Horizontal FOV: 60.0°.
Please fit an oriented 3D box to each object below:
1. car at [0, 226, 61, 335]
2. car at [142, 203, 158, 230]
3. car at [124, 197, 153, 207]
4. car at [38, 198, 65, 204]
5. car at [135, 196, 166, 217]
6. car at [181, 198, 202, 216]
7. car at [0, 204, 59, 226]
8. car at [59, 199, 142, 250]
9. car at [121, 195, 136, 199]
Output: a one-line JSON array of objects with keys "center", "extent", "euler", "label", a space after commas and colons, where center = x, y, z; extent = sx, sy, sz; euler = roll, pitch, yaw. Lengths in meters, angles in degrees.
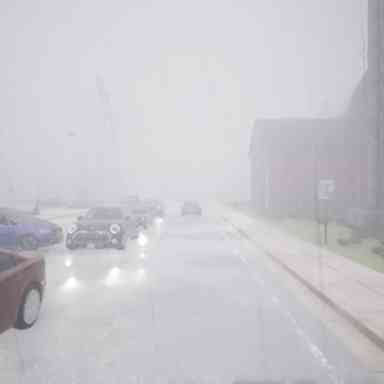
[{"center": [-3.612, 1.482, 4.131], "extent": [1.882, 1.535, 5.008], "euler": [0, 0, 0], "label": "car"}, {"center": [-3.575, 1.612, 21.417], "extent": [1.895, 1.301, 4.718], "euler": [0, 0, 0], "label": "car"}, {"center": [-8.255, 1.523, 51.506], "extent": [4.193, 1.474, 1.816], "euler": [0, 0, 0], "label": "car"}, {"center": [-21.122, 1.552, 50.339], "extent": [3.905, 1.438, 1.784], "euler": [0, 0, 0], "label": "car"}, {"center": [-3.634, 1.362, 30.698], "extent": [2.097, 1.767, 4.553], "euler": [0, 0, 0], "label": "car"}, {"center": [-0.044, 1.570, 32.135], "extent": [1.994, 1.385, 4.181], "euler": [0, 0, 0], "label": "car"}, {"center": [-7.763, 1.491, 13.816], "extent": [4.611, 1.667, 2.242], "euler": [0, 0, 0], "label": "car"}, {"center": [-3.643, 1.359, 14.202], "extent": [2.097, 1.767, 4.553], "euler": [0, 0, 0], "label": "car"}, {"center": [-7.714, 1.328, 38.022], "extent": [3.866, 1.878, 1.905], "euler": [0, 0, 0], "label": "car"}]
